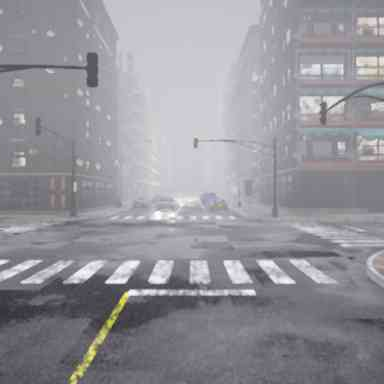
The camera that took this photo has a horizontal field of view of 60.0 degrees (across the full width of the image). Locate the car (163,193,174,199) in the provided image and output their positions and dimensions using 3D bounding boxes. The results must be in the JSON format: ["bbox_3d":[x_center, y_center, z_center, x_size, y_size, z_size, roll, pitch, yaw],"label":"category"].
[{"bbox_3d":[-5.353,0.862,75.888,2.008,1.369,4.403,1,0,0],"label":"car"}]

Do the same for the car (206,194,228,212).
[{"bbox_3d":[2.683,1.202,33.834,1.752,1.417,4.829,1,1,0],"label":"car"}]

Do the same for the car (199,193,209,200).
[{"bbox_3d":[2.531,0.908,70.289,2.008,1.369,4.403,1,0,0],"label":"car"}]

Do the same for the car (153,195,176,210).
[{"bbox_3d":[-2.772,1.259,36.029,1.895,1.301,4.718,0,1,0],"label":"car"}]

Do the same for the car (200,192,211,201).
[{"bbox_3d":[2.535,0.845,64.631,1.967,1.590,4.097,1,0,0],"label":"car"}]

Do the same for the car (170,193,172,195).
[{"bbox_3d":[-5.346,0.989,64.573,1.802,1.307,4.206,1,0,0],"label":"car"}]

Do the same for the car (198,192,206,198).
[{"bbox_3d":[2.520,0.763,87.256,1.887,1.381,4.507,1,0,0],"label":"car"}]

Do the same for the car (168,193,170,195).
[{"bbox_3d":[-5.342,0.983,58.745,1.752,1.417,4.829,1,0,0],"label":"car"}]

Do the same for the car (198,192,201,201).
[{"bbox_3d":[2.544,0.818,53.318,2.192,1.841,5.009,1,0,0],"label":"car"}]

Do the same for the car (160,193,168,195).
[{"bbox_3d":[-5.339,1.087,53.258,1.802,1.307,4.206,1,0,0],"label":"car"}]

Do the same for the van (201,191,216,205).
[{"bbox_3d":[2.579,0.894,47.665,1.690,1.788,3.998,1,1,0],"label":"van"}]

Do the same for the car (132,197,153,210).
[{"bbox_3d":[-5.458,1.206,36.285,2.008,1.369,4.403,1,1,0],"label":"car"}]
